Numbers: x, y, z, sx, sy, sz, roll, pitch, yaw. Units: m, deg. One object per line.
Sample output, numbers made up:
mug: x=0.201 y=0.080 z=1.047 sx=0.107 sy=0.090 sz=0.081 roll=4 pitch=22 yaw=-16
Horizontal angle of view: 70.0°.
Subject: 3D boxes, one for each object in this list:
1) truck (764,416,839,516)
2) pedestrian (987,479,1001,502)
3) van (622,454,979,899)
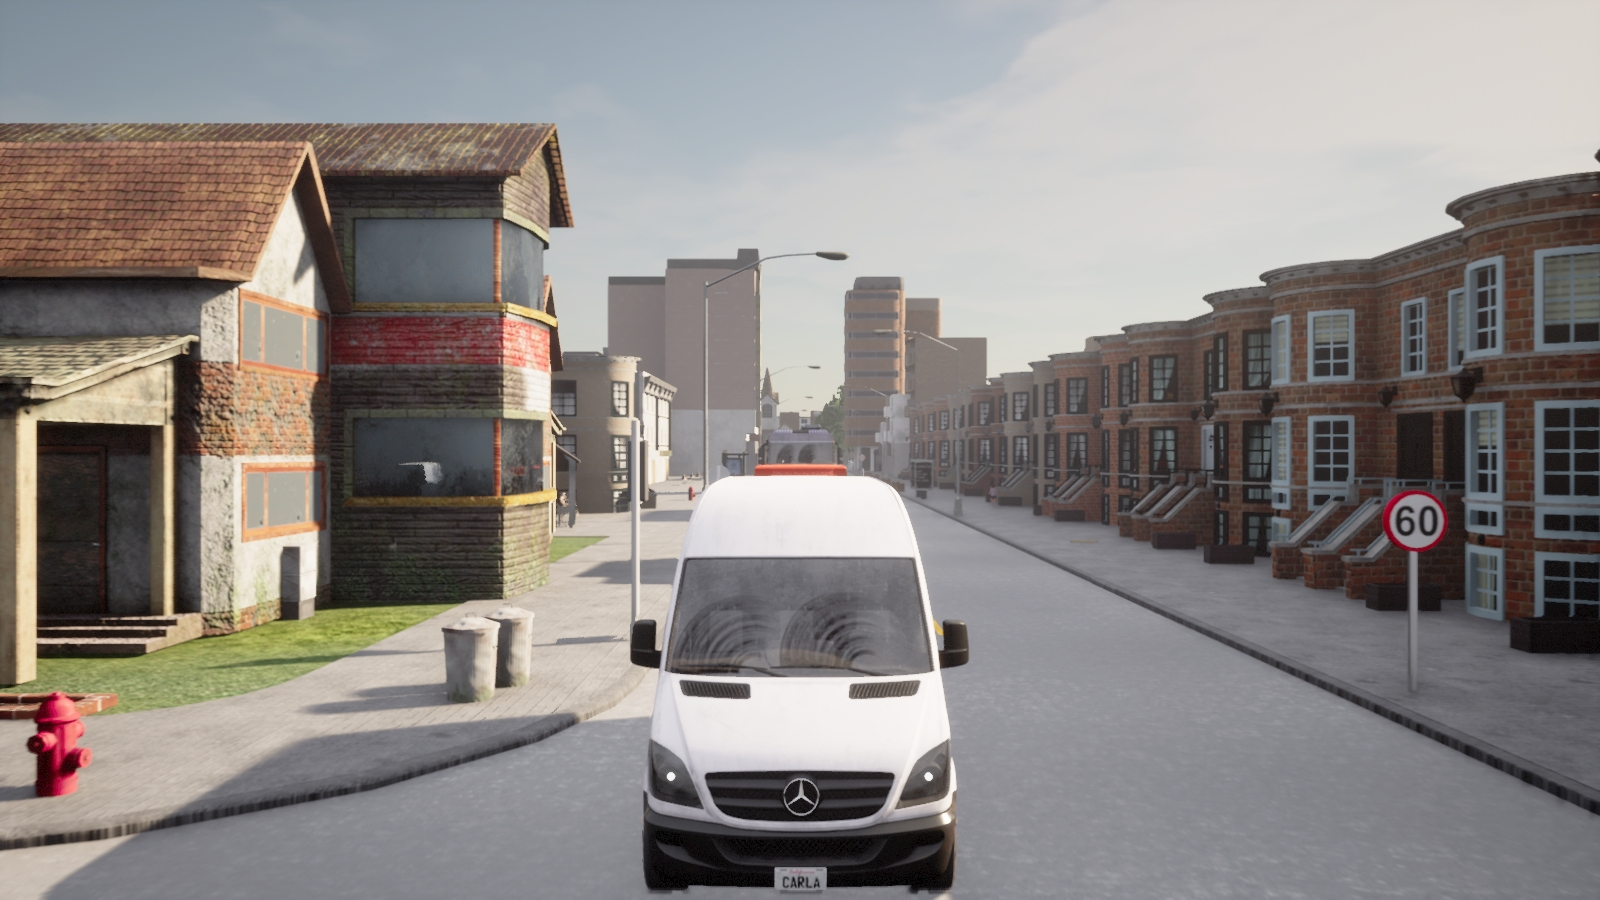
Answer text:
truck: x=0.030 y=0.667 z=48.309 sx=2.891 sy=3.827 sz=8.468 roll=0 pitch=-1 yaw=0
pedestrian: x=9.170 y=1.906 z=53.986 sx=0.500 sy=1.100 sz=0.500 roll=0 pitch=0 yaw=-7
van: x=0.004 y=1.316 z=9.318 sx=1.988 sy=2.561 sz=5.915 roll=0 pitch=0 yaw=0
